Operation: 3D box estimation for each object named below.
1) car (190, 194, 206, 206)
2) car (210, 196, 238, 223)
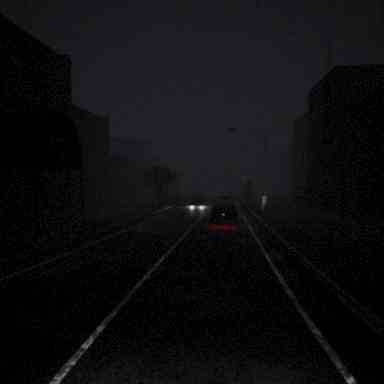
[{"bbox_3d":[0.883,1.018,44.826,2.033,1.411,5.357,1,1,6],"label":"car"},{"bbox_3d":[2.347,1.334,24.615,1.882,1.535,5.008,1,1,6],"label":"car"}]
